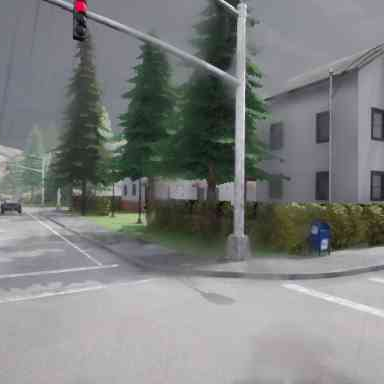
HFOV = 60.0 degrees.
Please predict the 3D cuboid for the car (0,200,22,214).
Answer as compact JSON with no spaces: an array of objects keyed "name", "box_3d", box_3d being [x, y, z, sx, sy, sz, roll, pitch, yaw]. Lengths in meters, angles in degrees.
[{"name":"car","box_3d":[-20.474,1.658,37.694,1.837,1.490,4.892,1,-1,-32]}]
